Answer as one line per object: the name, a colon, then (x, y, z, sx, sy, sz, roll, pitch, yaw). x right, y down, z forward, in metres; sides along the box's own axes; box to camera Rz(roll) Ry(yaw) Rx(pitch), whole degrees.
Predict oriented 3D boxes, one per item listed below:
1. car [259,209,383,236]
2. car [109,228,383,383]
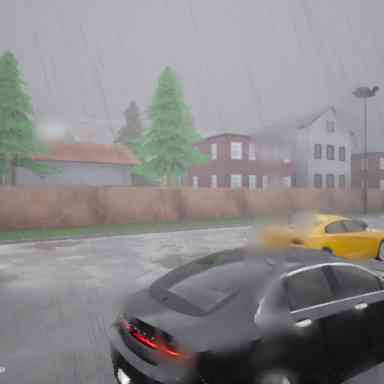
car: (4.299, 1.477, 10.530, 5.008, 1.535, 1.882, 0, 0, -33)
car: (1.389, 1.505, 4.459, 4.892, 1.490, 1.837, 0, 0, -33)
